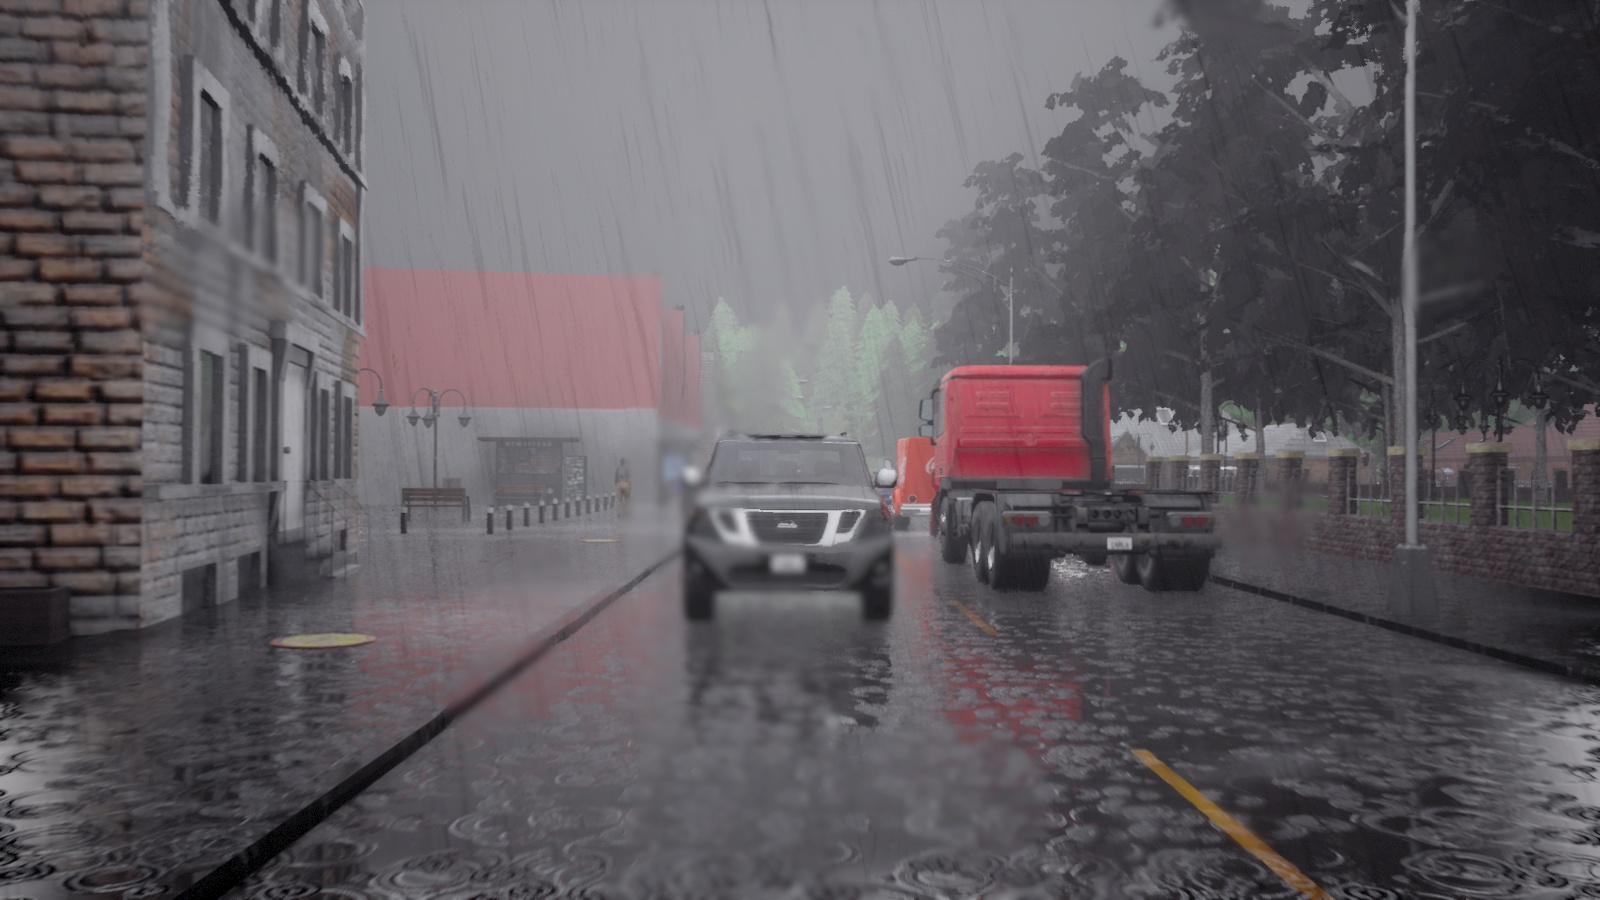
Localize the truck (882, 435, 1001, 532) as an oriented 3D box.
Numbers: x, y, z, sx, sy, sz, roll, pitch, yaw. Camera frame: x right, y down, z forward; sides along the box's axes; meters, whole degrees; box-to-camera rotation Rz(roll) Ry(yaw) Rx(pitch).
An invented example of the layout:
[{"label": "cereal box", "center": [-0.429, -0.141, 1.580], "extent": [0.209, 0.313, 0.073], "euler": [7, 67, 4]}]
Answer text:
[{"label": "truck", "center": [3.750, 0.890, 34.406], "extent": [2.627, 2.467, 5.204], "euler": [0, -1, 0]}]

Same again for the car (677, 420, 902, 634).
[{"label": "car", "center": [-0.119, 0.783, 14.830], "extent": [2.150, 2.045, 5.566], "euler": [0, -1, 0]}]

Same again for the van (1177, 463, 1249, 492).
[{"label": "van", "center": [29.537, 1.931, 89.868], "extent": [4.480, 2.038, 2.069], "euler": [0, -1, 2]}]

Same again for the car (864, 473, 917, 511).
[{"label": "car", "center": [3.654, 1.685, 51.280], "extent": [1.812, 1.442, 4.674], "euler": [0, -1, 0]}]

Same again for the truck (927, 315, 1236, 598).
[{"label": "truck", "center": [3.846, 0.142, 19.342], "extent": [2.891, 3.462, 7.936], "euler": [0, -1, 0]}]

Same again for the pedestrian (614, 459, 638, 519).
[{"label": "pedestrian", "center": [-5.341, 1.193, 38.638], "extent": [0.540, 1.848, 0.694], "euler": [0, -1, 10]}]
